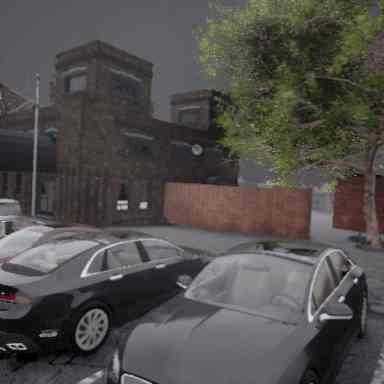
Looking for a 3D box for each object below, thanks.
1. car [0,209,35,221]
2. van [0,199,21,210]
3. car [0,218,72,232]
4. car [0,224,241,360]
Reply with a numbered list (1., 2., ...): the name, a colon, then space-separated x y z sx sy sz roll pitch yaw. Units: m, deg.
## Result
1. car: -5.725 1.452 9.378 2.231 1.521 4.892 0 0 36
2. van: -8.069 1.210 10.900 1.878 1.987 4.442 1 0 36
3. car: -3.456 1.499 7.753 2.002 1.452 4.674 0 0 36
4. car: -1.288 1.468 6.195 2.231 1.521 4.892 0 0 36
